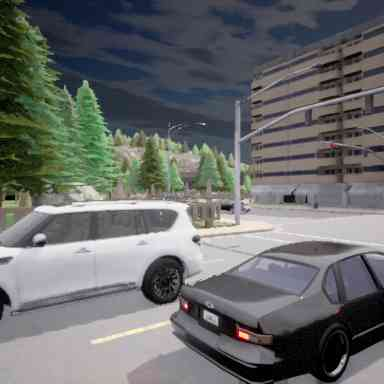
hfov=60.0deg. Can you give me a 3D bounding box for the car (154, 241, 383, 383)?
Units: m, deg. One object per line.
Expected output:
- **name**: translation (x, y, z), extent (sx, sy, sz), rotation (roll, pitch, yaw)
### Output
- **car**: translation (2.277, 1.547, 5.414), extent (5.357, 1.411, 2.033), rotation (0, 0, -35)

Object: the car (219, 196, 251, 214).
- **car**: translation (4.027, 1.437, 34.596), extent (2.128, 1.511, 4.902), rotation (0, 0, -32)

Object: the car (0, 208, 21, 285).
- **car**: translation (-6.718, 1.352, 7.798), extent (4.553, 1.767, 2.097), rotation (0, 0, -36)

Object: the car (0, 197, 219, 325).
- **car**: translation (-2.365, 1.221, 6.618), extent (5.566, 2.045, 2.150), rotation (0, 0, -35)

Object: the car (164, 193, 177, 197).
- **car**: translation (-3.250, 1.166, 53.668), extent (2.150, 2.045, 5.566), rotation (0, 0, -5)

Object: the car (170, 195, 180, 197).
- **car**: translation (-0.799, 1.492, 43.562), extent (2.033, 1.411, 5.357), rotation (0, 0, -20)
